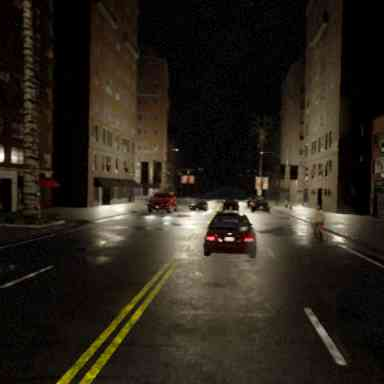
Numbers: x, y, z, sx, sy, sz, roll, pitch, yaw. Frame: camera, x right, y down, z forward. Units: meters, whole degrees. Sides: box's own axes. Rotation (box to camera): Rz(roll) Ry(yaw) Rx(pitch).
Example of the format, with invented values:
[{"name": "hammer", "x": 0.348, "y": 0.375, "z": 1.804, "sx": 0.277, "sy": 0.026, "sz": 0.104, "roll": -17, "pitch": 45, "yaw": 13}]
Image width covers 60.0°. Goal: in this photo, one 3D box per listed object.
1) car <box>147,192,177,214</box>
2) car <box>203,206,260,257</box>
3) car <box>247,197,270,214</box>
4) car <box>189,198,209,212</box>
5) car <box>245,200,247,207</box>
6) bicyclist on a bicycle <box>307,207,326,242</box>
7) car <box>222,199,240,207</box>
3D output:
[{"name": "car", "x": -2.852, "y": 1.025, "z": 33.243, "sx": 2.150, "sy": 2.045, "sz": 5.566, "roll": 1, "pitch": 0, "yaw": 7}, {"name": "car", "x": 1.468, "y": 1.519, "z": 12.862, "sx": 2.033, "sy": 1.411, "sz": 5.357, "roll": 1, "pitch": 0, "yaw": 7}, {"name": "car", "x": 7.566, "y": 1.600, "z": 37.068, "sx": 1.994, "sy": 1.385, "sz": 4.181, "roll": 1, "pitch": 0, "yaw": 7}, {"name": "car", "x": 0.866, "y": 1.426, "z": 37.043, "sx": 2.033, "sy": 1.411, "sz": 5.357, "roll": 1, "pitch": 0, "yaw": 7}, {"name": "car", "x": 8.684, "y": 1.540, "z": 47.000, "sx": 1.837, "sy": 1.490, "sz": 4.892, "roll": 1, "pitch": 0, "yaw": 7}, {"name": "bicyclist on a bicycle", "x": 5.897, "y": 1.501, "z": 15.661, "sx": 0.866, "sy": 1.612, "sz": 1.509, "roll": 1, "pitch": 0, "yaw": 6}, {"name": "car", "x": 4.326, "y": 1.486, "z": 36.986, "sx": 1.812, "sy": 1.442, "sz": 4.674, "roll": 1, "pitch": 0, "yaw": 7}]
